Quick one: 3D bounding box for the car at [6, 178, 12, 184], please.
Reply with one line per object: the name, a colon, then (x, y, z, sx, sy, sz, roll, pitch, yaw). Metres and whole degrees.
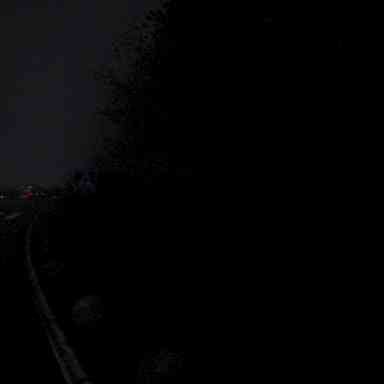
car: (-45.662, -2.428, 80.270, 1.946, 1.575, 5.366, 1, 2, -17)

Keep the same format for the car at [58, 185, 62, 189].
car: (-20.972, -0.426, 50.626, 1.994, 1.385, 4.181, 1, 2, -16)

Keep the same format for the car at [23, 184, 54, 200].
car: (-17.012, 0.144, 37.305, 2.033, 1.411, 5.357, 1, 2, -17)

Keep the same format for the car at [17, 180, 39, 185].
car: (-23.990, -0.562, 49.383, 2.128, 1.511, 4.902, 1, 2, -17)

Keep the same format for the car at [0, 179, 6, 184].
car: (-43.733, -2.135, 73.680, 2.231, 1.521, 4.892, 1, 2, -16)

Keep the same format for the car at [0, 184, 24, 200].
car: (-20.085, 0.127, 36.253, 1.895, 1.301, 4.718, 1, 2, -17)
